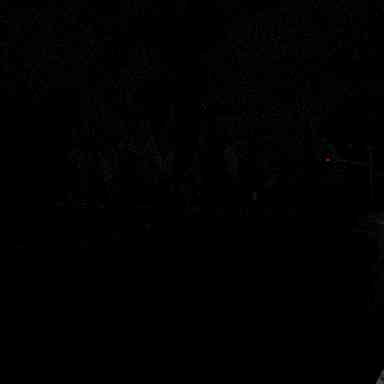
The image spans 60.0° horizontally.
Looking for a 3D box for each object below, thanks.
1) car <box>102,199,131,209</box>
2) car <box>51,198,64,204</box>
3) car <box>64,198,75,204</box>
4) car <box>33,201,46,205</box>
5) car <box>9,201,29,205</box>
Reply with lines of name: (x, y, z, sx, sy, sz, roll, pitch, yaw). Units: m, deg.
car: (-11.102, 1.740, 48.802, 4.892, 1.490, 1.837, 0, 0, 37)
car: (-30.309, 2.004, 71.864, 4.718, 1.301, 1.895, 0, 0, 37)
car: (-28.119, 1.909, 74.596, 4.892, 1.490, 1.837, 0, 0, 37)
car: (-32.435, 1.961, 69.083, 4.181, 1.385, 1.994, 0, 0, 37)
car: (-34.669, 1.764, 66.385, 4.553, 1.767, 2.097, 0, 0, 37)
